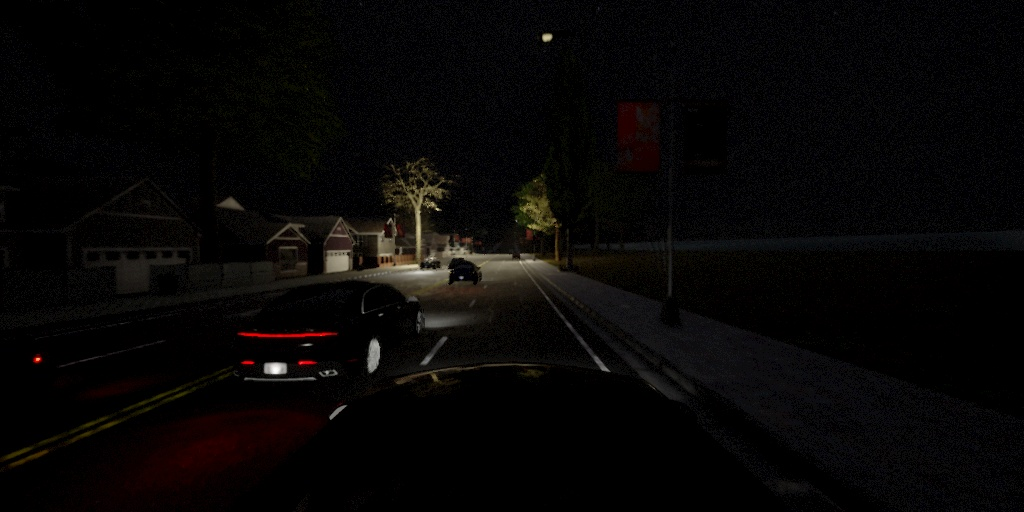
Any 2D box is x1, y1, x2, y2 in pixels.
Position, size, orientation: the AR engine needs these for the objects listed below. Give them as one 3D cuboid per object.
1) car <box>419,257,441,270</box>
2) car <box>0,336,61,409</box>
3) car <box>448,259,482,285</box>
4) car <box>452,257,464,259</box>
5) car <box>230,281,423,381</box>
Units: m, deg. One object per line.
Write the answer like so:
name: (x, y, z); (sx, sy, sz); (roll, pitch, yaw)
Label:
car: (-9.837, 0.920, 43.531); (2.128, 1.511, 4.902); (0, 1, 0)
car: (-6.599, 1.296, 2.015); (2.033, 1.411, 5.357); (0, 0, 0)
car: (-3.149, 1.143, 24.562); (1.812, 1.442, 4.674); (0, 1, 0)
car: (-6.585, 0.932, 43.585); (1.837, 1.490, 4.892); (0, 1, 0)
car: (-3.149, 1.244, 7.195); (1.837, 1.490, 4.892); (0, 0, 0)
